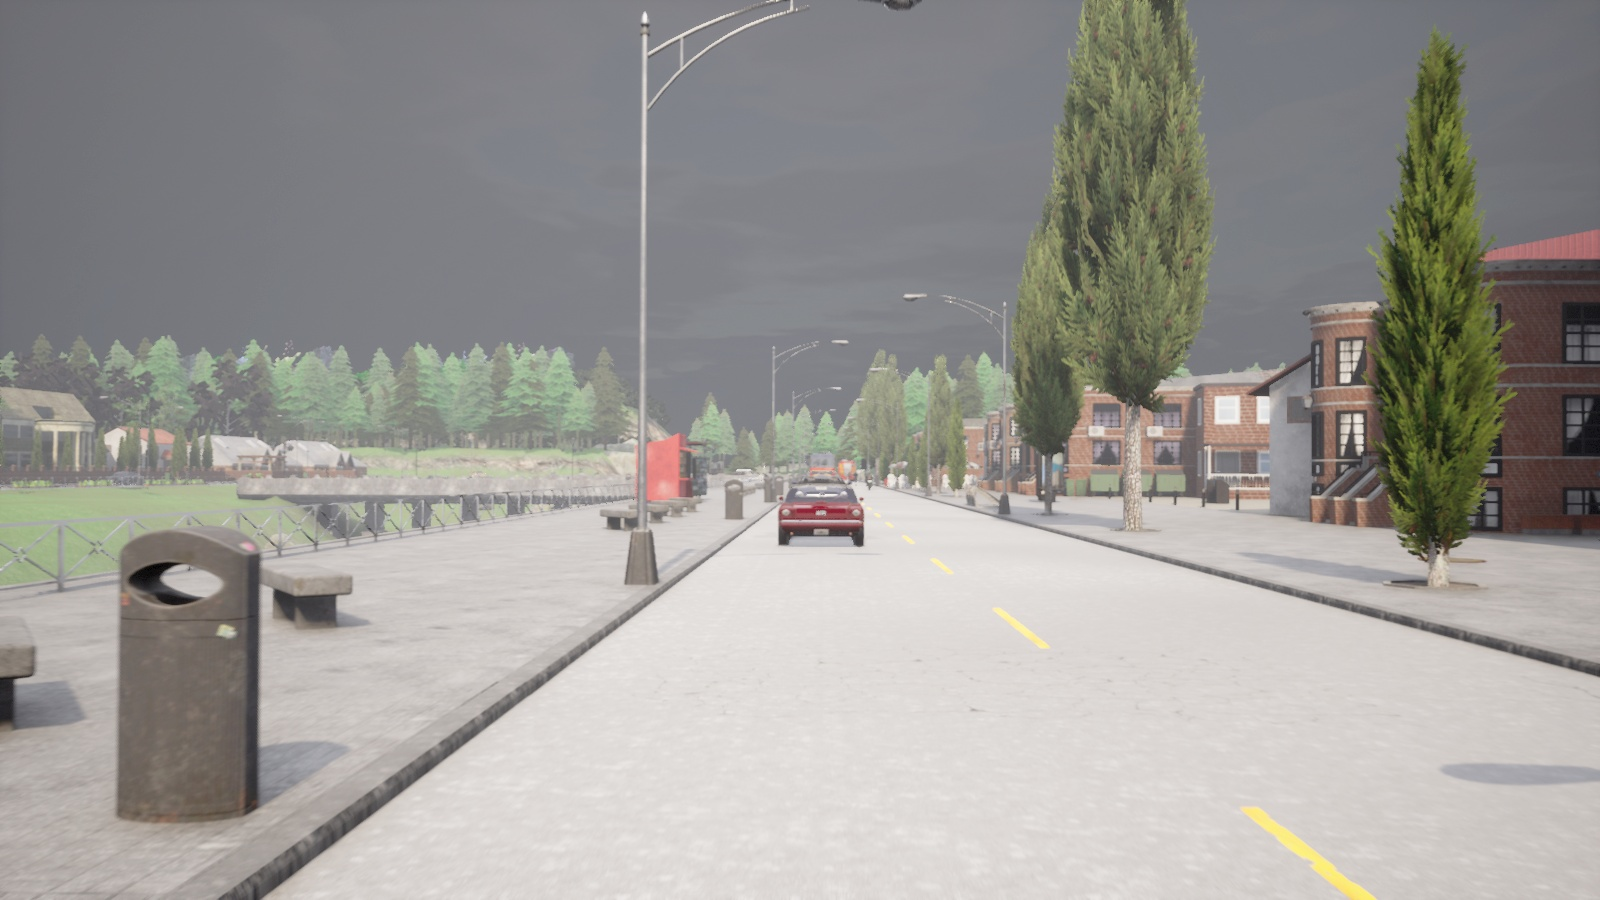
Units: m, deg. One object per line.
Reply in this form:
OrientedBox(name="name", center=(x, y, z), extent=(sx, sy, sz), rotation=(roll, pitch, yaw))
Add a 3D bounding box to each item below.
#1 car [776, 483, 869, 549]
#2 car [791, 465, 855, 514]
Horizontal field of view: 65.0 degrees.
OrientedBox(name="car", center=(0.502, 1.413, 27.980), extent=(1.895, 1.301, 4.718), rotation=(0, -1, 1))
OrientedBox(name="car", center=(0.825, 1.396, 45.179), extent=(2.152, 1.651, 5.027), rotation=(0, -1, 1))
